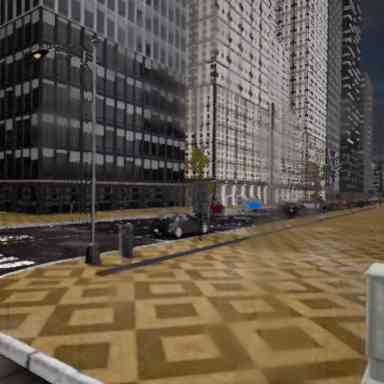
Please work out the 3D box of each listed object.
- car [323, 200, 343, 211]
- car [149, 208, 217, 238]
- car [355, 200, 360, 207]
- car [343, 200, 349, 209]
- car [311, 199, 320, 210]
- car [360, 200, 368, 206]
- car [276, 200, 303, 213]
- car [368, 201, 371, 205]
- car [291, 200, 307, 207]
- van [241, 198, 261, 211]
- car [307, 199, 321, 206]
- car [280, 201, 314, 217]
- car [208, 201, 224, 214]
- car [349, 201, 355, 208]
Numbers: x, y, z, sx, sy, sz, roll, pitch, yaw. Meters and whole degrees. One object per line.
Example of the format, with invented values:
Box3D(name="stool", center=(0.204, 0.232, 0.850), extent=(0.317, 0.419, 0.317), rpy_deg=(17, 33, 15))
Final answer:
Box3D(name="car", center=(21.767, 2.253, 52.110), extent=(1.947, 1.339, 4.313), rpy_deg=(0, 0, 35))
Box3D(name="car", center=(-0.668, 1.850, 19.606), extent=(2.008, 1.369, 4.403), rpy_deg=(0, 0, 35))
Box3D(name="car", center=(31.427, 2.418, 66.010), extent=(1.947, 1.339, 4.313), rpy_deg=(0, 0, 35))
Box3D(name="car", center=(24.987, 2.324, 56.744), extent=(1.802, 1.307, 4.206), rpy_deg=(0, 0, 35))
Box3D(name="car", center=(18.674, 2.159, 52.351), extent=(1.812, 1.442, 4.674), rpy_deg=(1, 0, 35))
Box3D(name="car", center=(37.869, 2.527, 75.277), extent=(1.947, 1.339, 4.313), rpy_deg=(0, 0, 35))
Box3D(name="car", center=(12.596, 2.007, 43.552), extent=(1.882, 1.535, 5.008), rpy_deg=(1, 0, 36))
Box3D(name="car", center=(44.309, 2.614, 84.543), extent=(1.887, 1.381, 4.507), rpy_deg=(0, 0, 35))
Box3D(name="car", center=(21.328, 2.259, 66.161), extent=(1.802, 1.307, 4.206), rpy_deg=(0, 0, 35))
Box3D(name="van", center=(8.451, 1.798, 47.634), extent=(1.690, 1.788, 3.998), rpy_deg=(0, 0, 35))
Box3D(name="car", center=(27.766, 2.352, 75.425), extent=(1.947, 1.339, 4.313), rpy_deg=(0, 0, 35))
Box3D(name="car", center=(12.106, 2.088, 38.211), extent=(1.947, 1.339, 4.313), rpy_deg=(0, 0, 35))
Box3D(name="car", center=(2.012, 1.786, 38.369), extent=(1.967, 1.590, 4.097), rpy_deg=(0, 0, 35))
Box3D(name="car", center=(28.208, 2.237, 61.378), extent=(1.967, 1.590, 4.097), rpy_deg=(0, 0, 35))
